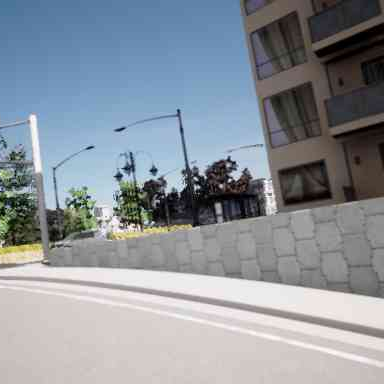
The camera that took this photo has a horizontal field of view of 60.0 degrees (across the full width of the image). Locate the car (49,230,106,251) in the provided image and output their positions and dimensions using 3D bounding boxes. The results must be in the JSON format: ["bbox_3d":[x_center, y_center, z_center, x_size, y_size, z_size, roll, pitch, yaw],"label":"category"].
[{"bbox_3d":[-10.904,4.898,31.909,2.150,2.045,5.566,-13,-8,36],"label":"car"}]

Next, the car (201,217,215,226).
[{"bbox_3d":[3.447,4.826,51.323,2.150,2.045,5.566,-13,-8,36],"label":"car"}]
